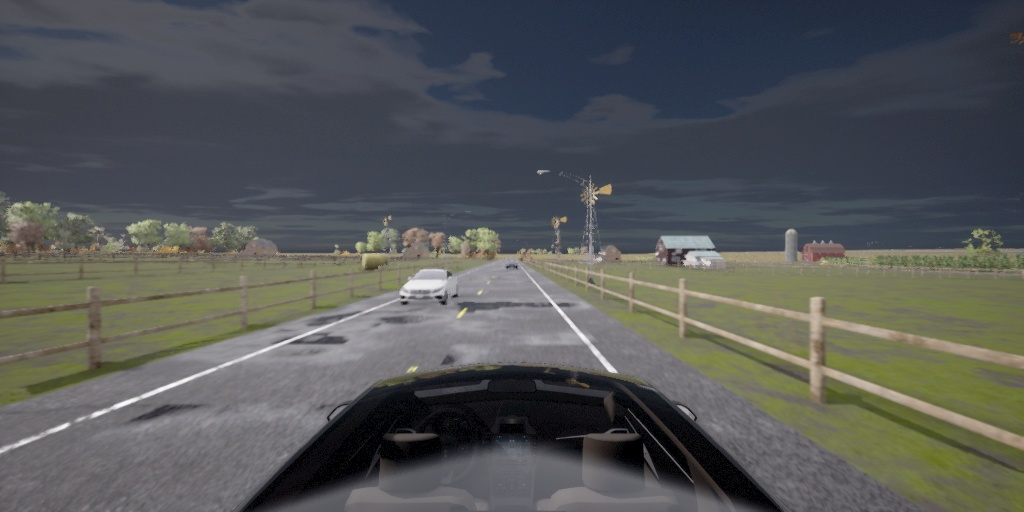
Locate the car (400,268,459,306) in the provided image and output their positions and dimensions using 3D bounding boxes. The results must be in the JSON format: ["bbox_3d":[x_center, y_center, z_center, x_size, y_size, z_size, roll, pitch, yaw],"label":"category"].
[{"bbox_3d":[-3.517,1.287,16.023,1.812,1.442,4.674,0,0,0],"label":"car"}]

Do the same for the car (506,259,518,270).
[{"bbox_3d":[-0.011,1.397,55.264,1.895,1.301,4.718,0,0,0],"label":"car"}]
